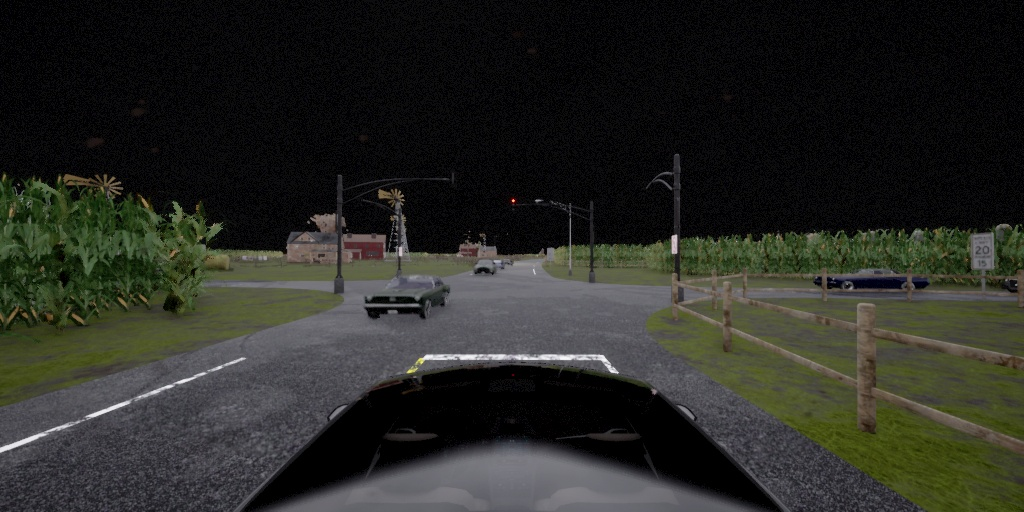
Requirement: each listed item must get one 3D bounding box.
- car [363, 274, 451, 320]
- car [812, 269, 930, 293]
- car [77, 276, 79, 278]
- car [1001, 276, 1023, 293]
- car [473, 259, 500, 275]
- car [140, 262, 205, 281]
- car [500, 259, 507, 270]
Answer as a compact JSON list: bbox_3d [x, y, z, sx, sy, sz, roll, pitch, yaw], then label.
[{"bbox_3d":[-3.513,1.352,12.829,1.895,1.301,4.718,0,0,1],"label":"car"},{"bbox_3d":[20.380,1.401,20.606,4.718,1.301,1.895,0,-1,9],"label":"car"},{"bbox_3d":[-34.006,1.293,26.943,4.718,1.301,1.895,0,-1,9],"label":"car"},{"bbox_3d":[29.348,1.377,19.058,4.181,1.385,1.994,0,-1,10],"label":"car"},{"bbox_3d":[-2.812,1.100,38.175,2.097,1.767,4.553,0,0,2],"label":"car"},{"bbox_3d":[-24.191,1.195,25.293,4.902,1.511,2.128,0,-1,9],"label":"car"},{"bbox_3d":[-2.194,1.267,52.031,1.812,1.442,4.674,0,1,3],"label":"car"}]
